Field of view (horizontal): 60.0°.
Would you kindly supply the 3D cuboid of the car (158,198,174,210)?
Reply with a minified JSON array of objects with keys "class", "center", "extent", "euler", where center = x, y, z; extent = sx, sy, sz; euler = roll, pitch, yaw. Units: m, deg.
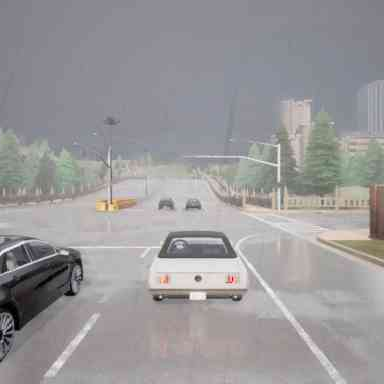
[{"class":"car","center":[-3.318,1.505,43.749],"extent":[1.837,1.490,4.892],"euler":[0,0,0]}]

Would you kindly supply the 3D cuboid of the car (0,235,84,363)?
[{"class":"car","center":[-3.389,1.492,5.732],"extent":[2.128,1.511,4.902],"euler":[0,0,0]}]

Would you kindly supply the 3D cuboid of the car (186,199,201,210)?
[{"class":"car","center":[0.184,1.564,43.891],"extent":[1.994,1.385,4.181],"euler":[0,0,0]}]

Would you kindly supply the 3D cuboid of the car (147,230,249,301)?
[{"class":"car","center":[0.115,1.601,8.268],"extent":[1.895,1.301,4.718],"euler":[0,0,0]}]
